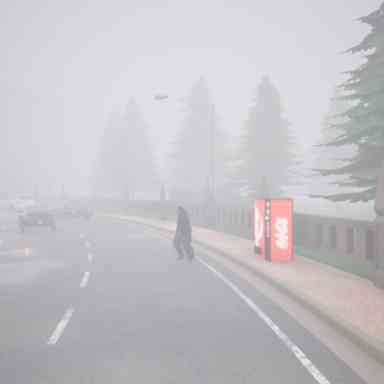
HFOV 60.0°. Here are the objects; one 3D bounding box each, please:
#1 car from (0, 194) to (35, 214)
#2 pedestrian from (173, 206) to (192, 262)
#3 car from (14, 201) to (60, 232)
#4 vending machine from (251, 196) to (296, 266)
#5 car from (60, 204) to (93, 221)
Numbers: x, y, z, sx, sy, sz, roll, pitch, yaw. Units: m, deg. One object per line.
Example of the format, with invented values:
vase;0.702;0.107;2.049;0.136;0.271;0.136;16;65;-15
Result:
car;-19.056;1.201;35.748;5.566;2.045;2.150;0;0;35
pedestrian;-0.292;1.287;10.593;0.375;1.860;0.375;0;0;-14
car;-9.535;1.513;20.261;1.812;1.442;4.674;0;0;-30
vending machine;2.573;1.188;10.561;1.100;2.100;0.880;0;0;-14
car;-9.804;1.583;26.835;1.895;1.301;4.718;0;0;-39
